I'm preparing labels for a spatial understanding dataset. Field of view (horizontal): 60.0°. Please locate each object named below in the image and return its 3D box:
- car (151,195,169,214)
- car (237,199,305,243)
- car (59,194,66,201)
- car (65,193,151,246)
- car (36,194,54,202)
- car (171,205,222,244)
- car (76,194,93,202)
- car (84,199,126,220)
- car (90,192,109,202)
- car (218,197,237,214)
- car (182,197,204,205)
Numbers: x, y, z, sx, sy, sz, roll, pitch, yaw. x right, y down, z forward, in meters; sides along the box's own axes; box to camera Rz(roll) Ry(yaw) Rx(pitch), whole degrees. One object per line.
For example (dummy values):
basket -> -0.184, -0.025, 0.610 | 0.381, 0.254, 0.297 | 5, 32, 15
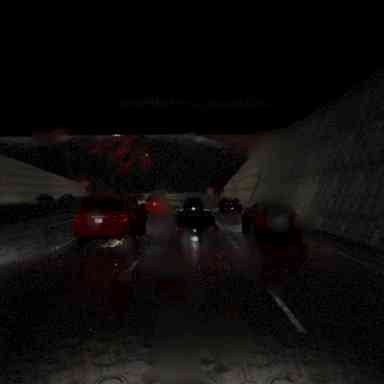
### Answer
car -> -3.365, 1.123, 32.152 | 2.097, 1.767, 4.553 | 0, 0, 0
car -> 3.611, 1.241, 15.643 | 2.097, 1.767, 4.553 | 0, 0, 0
car -> -24.400, 1.055, 64.969 | 1.812, 1.442, 4.674 | 0, 0, 0
car -> -3.389, 1.116, 14.741 | 2.150, 2.045, 5.566 | 0, 0, 0
car -> -27.904, 1.072, 63.169 | 1.812, 1.442, 4.674 | 0, 0, 0
car -> 0.111, 1.493, 15.095 | 1.895, 1.301, 4.718 | 0, 0, 0
car -> -20.902, 1.129, 64.958 | 1.895, 1.301, 4.718 | 0, 0, 0
car -> -6.875, 1.354, 27.008 | 2.033, 1.411, 5.357 | 0, 0, 0
car -> -17.428, 0.904, 62.856 | 2.097, 1.767, 4.553 | 0, 0, 1
car -> 3.637, 1.262, 32.429 | 2.128, 1.511, 4.902 | 0, 0, 0
car -> 0.137, 1.274, 32.529 | 1.837, 1.490, 4.892 | 0, 0, 0
